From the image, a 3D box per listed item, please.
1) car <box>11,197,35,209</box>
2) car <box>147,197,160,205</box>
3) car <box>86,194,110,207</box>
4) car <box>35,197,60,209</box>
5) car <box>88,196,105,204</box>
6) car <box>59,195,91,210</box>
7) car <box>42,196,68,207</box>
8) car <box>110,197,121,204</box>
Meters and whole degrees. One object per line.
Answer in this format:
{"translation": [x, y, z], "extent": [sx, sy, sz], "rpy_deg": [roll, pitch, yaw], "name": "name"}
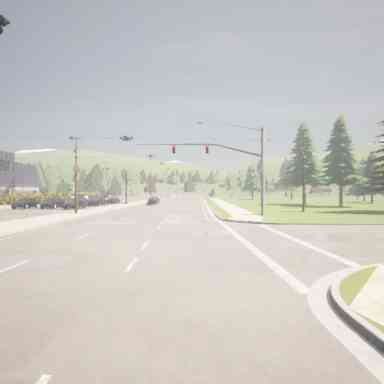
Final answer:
{"translation": [-22.284, 1.505, 44.645], "extent": [1.837, 1.490, 4.892], "rpy_deg": [0, 0, 2], "name": "car"}
{"translation": [-6.835, 1.547, 59.861], "extent": [2.033, 1.411, 5.357], "rpy_deg": [0, 0, 1], "name": "car"}
{"translation": [-15.079, 1.477, 52.914], "extent": [1.882, 1.535, 5.008], "rpy_deg": [0, 0, 1], "name": "car"}
{"translation": [-18.780, 1.504, 45.088], "extent": [1.837, 1.490, 4.892], "rpy_deg": [0, 0, 2], "name": "car"}
{"translation": [-18.347, 1.563, 64.326], "extent": [1.994, 1.385, 4.181], "rpy_deg": [0, 0, 1], "name": "car"}
{"translation": [-15.318, 1.525, 43.833], "extent": [1.812, 1.442, 4.674], "rpy_deg": [0, 0, 2], "name": "car"}
{"translation": [-22.063, 1.491, 53.776], "extent": [2.128, 1.511, 4.902], "rpy_deg": [0, 0, 1], "name": "car"}
{"translation": [-14.874, 1.563, 63.001], "extent": [1.994, 1.385, 4.181], "rpy_deg": [0, 0, 1], "name": "car"}
